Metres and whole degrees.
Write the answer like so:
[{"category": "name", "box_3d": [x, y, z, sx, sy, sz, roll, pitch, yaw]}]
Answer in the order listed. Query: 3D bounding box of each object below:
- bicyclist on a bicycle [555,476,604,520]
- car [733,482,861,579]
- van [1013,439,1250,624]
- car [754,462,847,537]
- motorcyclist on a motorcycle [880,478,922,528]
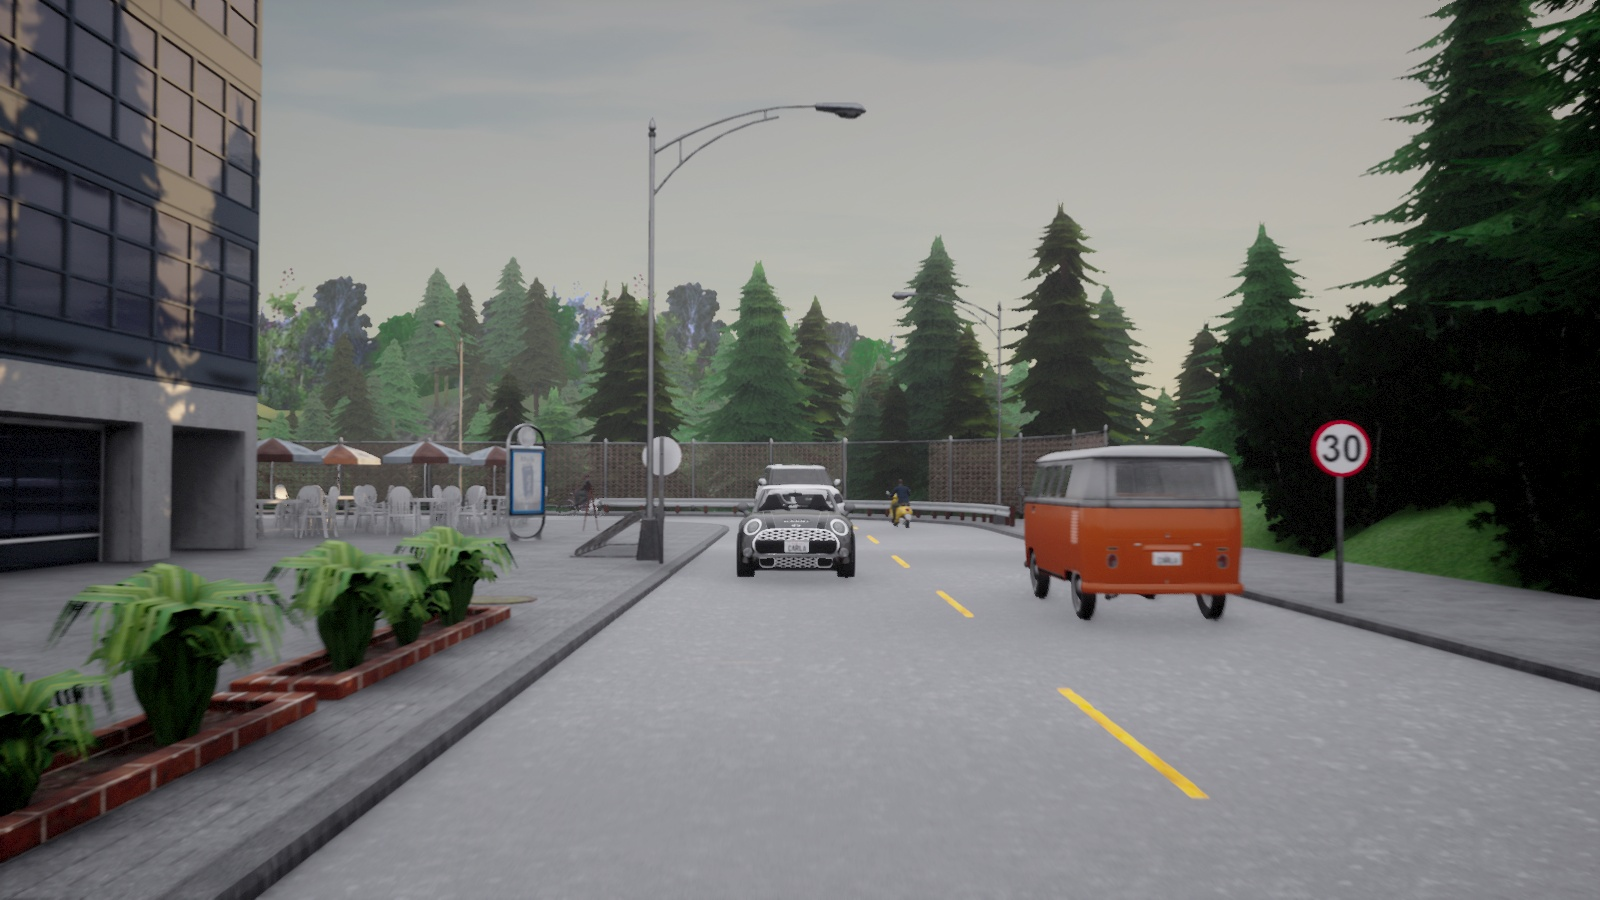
[{"category": "bicyclist on a bicycle", "box_3d": [-8.904, 1.928, 50.736, 1.843, 1.776, 0.659, 0, -1, 3]}, {"category": "car", "box_3d": [-0.056, 1.294, 21.288, 1.970, 1.475, 3.806, 0, -1, 0]}, {"category": "van", "box_3d": [3.957, 0.933, 15.782, 1.775, 1.987, 4.442, 0, -2, 0]}, {"category": "car", "box_3d": [-0.077, 1.428, 37.459, 2.150, 2.045, 5.566, 0, -1, -6]}, {"category": "motorcyclist on a motorcycle", "box_3d": [3.317, 1.746, 41.496, 0.866, 1.590, 1.817, -1, -1, -13]}]
